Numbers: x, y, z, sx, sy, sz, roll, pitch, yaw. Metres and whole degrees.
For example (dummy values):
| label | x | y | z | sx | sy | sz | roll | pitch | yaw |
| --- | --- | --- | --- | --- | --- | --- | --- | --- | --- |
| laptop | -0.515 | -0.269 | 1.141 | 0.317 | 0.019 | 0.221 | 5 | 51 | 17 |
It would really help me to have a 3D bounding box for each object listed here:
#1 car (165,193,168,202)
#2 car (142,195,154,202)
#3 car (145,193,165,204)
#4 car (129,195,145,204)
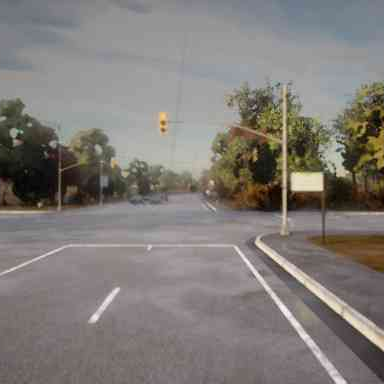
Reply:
| label | x | y | z | sx | sy | sz | roll | pitch | yaw |
| --- | --- | --- | --- | --- | --- | --- | --- | --- | --- |
| car | -6.783 | 1.215 | 77.659 | 2.150 | 2.045 | 5.566 | 0 | 0 | 0 |
| car | -10.283 | 1.528 | 77.725 | 2.033 | 1.411 | 5.357 | 0 | 0 | 0 |
| car | -6.865 | 1.385 | 62.276 | 2.097 | 1.767 | 4.553 | 0 | 0 | 1 |
| car | -10.362 | 1.385 | 62.245 | 2.097 | 1.767 | 4.553 | 0 | 0 | 1 |
